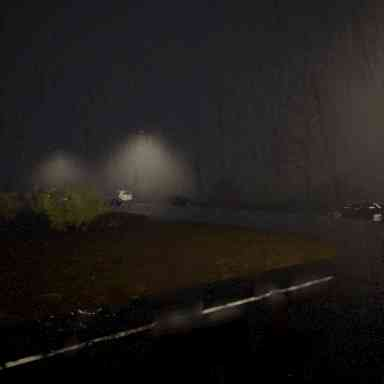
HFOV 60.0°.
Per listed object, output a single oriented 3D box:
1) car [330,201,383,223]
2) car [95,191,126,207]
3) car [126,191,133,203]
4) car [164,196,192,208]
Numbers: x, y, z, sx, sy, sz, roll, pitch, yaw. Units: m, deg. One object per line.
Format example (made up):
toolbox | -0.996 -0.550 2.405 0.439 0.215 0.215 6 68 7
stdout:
car | 12.714 1.409 24.647 1.837 1.490 4.892 0 0 -37
car | -11.518 0.991 44.910 2.150 2.045 5.566 0 0 -37
car | -12.288 0.896 57.446 2.150 2.045 5.566 0 1 -37
car | -1.886 1.286 43.802 1.812 1.442 4.674 0 0 -37
